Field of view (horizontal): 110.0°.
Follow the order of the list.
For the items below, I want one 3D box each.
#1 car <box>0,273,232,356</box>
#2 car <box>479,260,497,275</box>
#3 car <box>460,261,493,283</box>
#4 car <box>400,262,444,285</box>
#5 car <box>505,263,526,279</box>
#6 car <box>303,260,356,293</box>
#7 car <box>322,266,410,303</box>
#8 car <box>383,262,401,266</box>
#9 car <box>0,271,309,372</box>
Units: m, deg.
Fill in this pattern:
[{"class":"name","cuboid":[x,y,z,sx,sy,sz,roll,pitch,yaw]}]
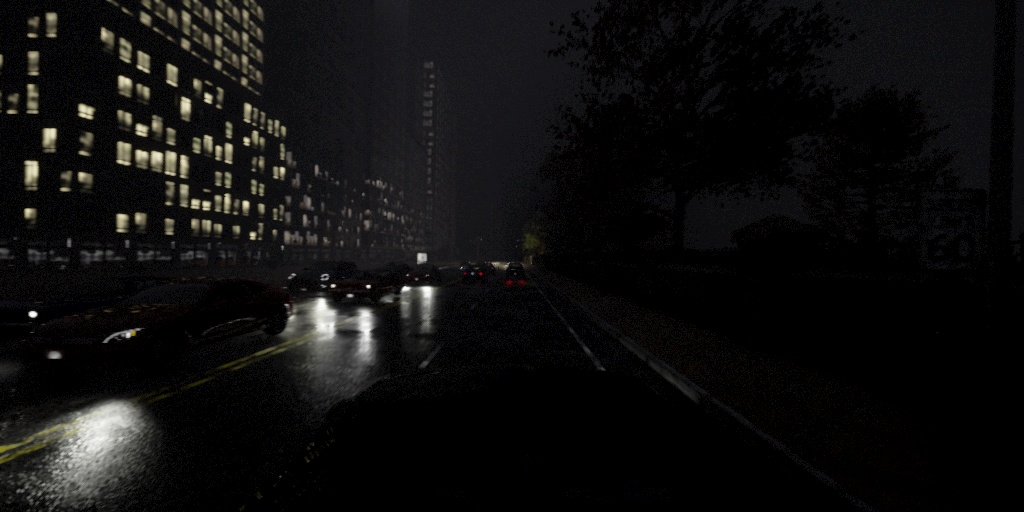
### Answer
[{"class":"car","cuboid":[-9.805,1.184,8.957,1.895,1.301,4.718,1,0,1]},{"class":"car","cuboid":[-2.932,1.521,43.112,1.994,1.385,4.181,1,0,1]},{"class":"car","cuboid":[-3.007,1.416,30.114,2.033,1.411,5.357,1,0,1]},{"class":"car","cuboid":[-6.399,1.297,26.499,1.812,1.442,4.674,1,0,1]},{"class":"car","cuboid":[0.328,1.471,35.882,2.128,1.511,4.902,1,0,0]},{"class":"car","cuboid":[-9.718,1.003,19.018,2.097,1.767,4.553,1,0,0]},{"class":"car","cuboid":[-6.496,1.306,16.622,1.895,1.301,4.718,1,0,0]},{"class":"car","cuboid":[-9.611,1.212,29.390,2.128,1.511,4.902,1,0,1]},{"class":"car","cuboid":[-6.564,1.170,7.487,1.812,1.442,4.674,1,0,0]}]
